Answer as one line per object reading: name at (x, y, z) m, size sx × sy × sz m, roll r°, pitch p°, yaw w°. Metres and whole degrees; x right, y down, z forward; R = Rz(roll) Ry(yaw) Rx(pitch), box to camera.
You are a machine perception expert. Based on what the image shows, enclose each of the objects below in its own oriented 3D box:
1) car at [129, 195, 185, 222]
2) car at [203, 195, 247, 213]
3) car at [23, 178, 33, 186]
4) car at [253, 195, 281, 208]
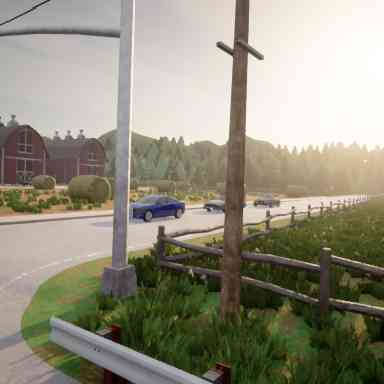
car at (-2.378, 0.943, 21.201) m, size 1.882 × 1.535 × 5.008 m, roll 3°, pitch 2°, yaw 33°
car at (3.064, 0.997, 29.461) m, size 2.033 × 1.411 × 5.357 m, roll 3°, pitch 2°, yaw 33°
car at (-38.905, -2.329, 79.375) m, size 1.905 × 1.878 × 3.866 m, roll 8°, pitch 2°, yaw -13°
car at (8.583, 0.997, 37.814) m, size 1.994 × 1.385 × 4.181 m, roll 3°, pitch 2°, yaw 33°
